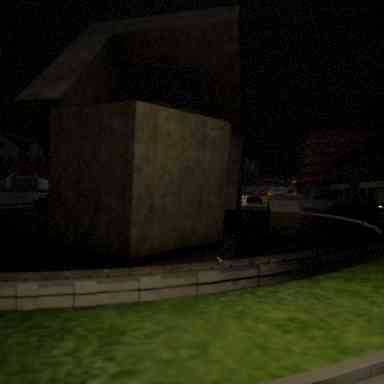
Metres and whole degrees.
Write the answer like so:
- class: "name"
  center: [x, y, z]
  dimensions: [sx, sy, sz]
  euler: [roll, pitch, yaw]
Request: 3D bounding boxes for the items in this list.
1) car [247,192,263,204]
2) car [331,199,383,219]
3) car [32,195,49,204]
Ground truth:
- class: "car"
  center: [9.393, 1.048, 49.900]
  dimensions: [1.994, 1.385, 4.181]
  euler: [1, 1, 6]
- class: "car"
  center: [13.541, 1.296, 26.842]
  dimensions: [2.128, 1.511, 4.902]
  euler: [1, 1, -22]
- class: "car"
  center: [-16.425, 0.878, 39.613]
  dimensions: [4.674, 1.442, 1.812]
  euler: [0, 1, -32]
